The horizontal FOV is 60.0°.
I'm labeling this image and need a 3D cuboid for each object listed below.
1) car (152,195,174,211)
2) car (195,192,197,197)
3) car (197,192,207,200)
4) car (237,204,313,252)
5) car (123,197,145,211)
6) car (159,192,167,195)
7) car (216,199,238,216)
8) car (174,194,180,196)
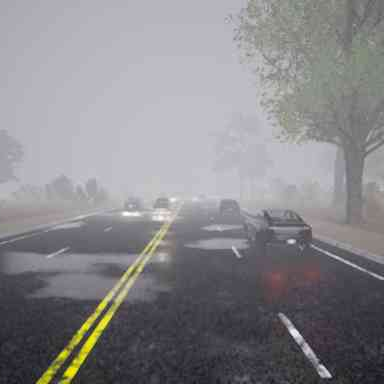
[{"bbox_3d":[-3.397,1.367,38.152,1.837,1.490,4.892,0,0,0],"label":"car"},{"bbox_3d":[2.615,0.946,94.102,2.097,1.767,4.553,0,0,-1],"label":"car"},{"bbox_3d":[2.778,1.156,83.123,1.837,1.490,4.892,0,0,-1],"label":"car"},{"bbox_3d":[3.351,1.445,13.611,2.128,1.511,4.902,0,0,0],"label":"car"},{"bbox_3d":[-6.648,1.352,38.415,2.128,1.511,4.902,0,0,0],"label":"car"},{"bbox_3d":[-6.919,0.767,79.057,1.882,1.535,5.008,0,0,-1],"label":"car"},{"bbox_3d":[3.319,1.367,31.206,1.882,1.535,5.008,0,0,0],"label":"car"},{"bbox_3d":[-3.669,0.814,79.100,2.128,1.511,4.902,0,0,-1],"label":"car"}]
